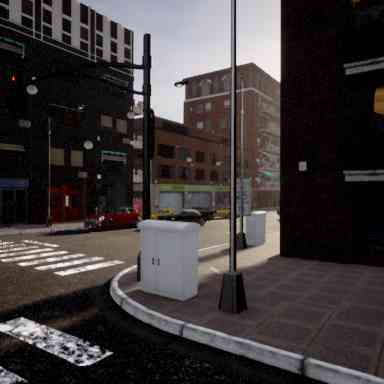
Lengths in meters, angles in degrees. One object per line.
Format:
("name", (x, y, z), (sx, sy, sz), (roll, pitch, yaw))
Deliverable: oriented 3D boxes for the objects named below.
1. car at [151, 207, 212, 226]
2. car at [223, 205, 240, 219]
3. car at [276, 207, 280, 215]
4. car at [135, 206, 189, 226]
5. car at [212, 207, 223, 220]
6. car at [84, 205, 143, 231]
("car", (-0.705, 2.012, 25.406), (1.895, 1.301, 4.718), (0, -1, 35))
("car", (3.935, 2.152, 36.609), (1.752, 1.417, 4.829), (-1, -2, 35))
("car", (12.986, 2.369, 44.939), (1.837, 1.490, 4.892), (0, -1, 35))
("car", (-2.386, 1.944, 27.550), (1.752, 1.417, 4.829), (-1, -2, 35))
("car", (0.871, 2.092, 32.218), (1.947, 1.339, 4.313), (-1, -2, 35))
("car", (-5.449, 1.758, 23.162), (1.967, 1.590, 4.097), (-1, -2, 35))
